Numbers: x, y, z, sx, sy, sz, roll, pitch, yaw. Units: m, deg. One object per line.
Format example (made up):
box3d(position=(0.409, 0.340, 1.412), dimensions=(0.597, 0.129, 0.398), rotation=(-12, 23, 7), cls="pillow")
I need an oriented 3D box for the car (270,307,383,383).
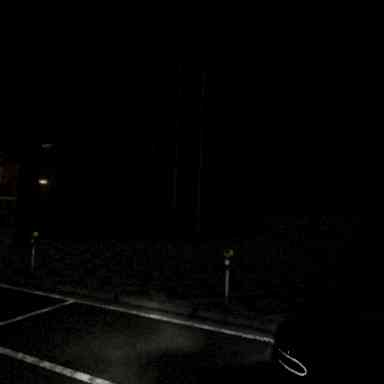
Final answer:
box3d(position=(3.289, 1.757, 3.096), dimensions=(5.008, 1.535, 1.882), rotation=(1, -3, 25), cls="car")
